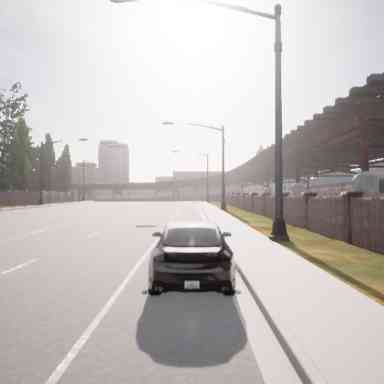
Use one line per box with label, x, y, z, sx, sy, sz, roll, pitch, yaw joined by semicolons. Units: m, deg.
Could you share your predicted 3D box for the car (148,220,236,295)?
car;0.000;1.496;8.652;1.837;1.490;4.892;0;0;0
